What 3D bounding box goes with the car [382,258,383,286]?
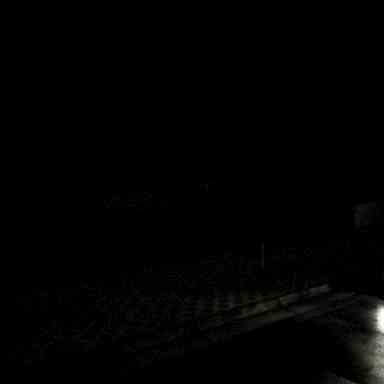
[{"bbox_3d":[6.281,1.290,7.534,4.553,1.767,2.097,-1,0,-35],"label":"car"}]
